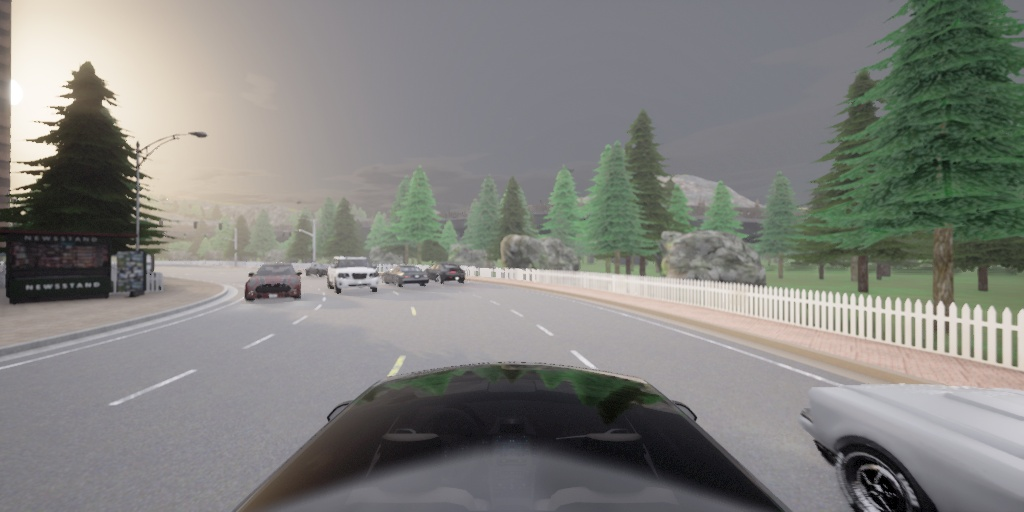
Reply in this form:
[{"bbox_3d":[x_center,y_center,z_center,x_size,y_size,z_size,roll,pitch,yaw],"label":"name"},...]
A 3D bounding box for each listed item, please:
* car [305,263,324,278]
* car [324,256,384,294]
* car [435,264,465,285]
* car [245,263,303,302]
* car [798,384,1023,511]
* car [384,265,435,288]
[{"bbox_3d":[-19.261,1.393,36.407,4.674,1.442,1.812,0,0,38],"label":"car"},{"bbox_3d":[-9.472,1.037,21.196,2.150,2.045,5.566,0,0,-33],"label":"car"},{"bbox_3d":[-5.304,1.338,27.545,1.837,1.490,4.892,1,-1,-35],"label":"car"},{"bbox_3d":[-11.494,1.156,17.536,2.097,1.767,4.553,0,0,-30],"label":"car"},{"bbox_3d":[3.489,1.347,1.044,1.895,1.301,4.718,0,0,0],"label":"car"},{"bbox_3d":[-7.519,1.374,24.965,2.033,1.411,5.357,0,0,-35],"label":"car"}]
